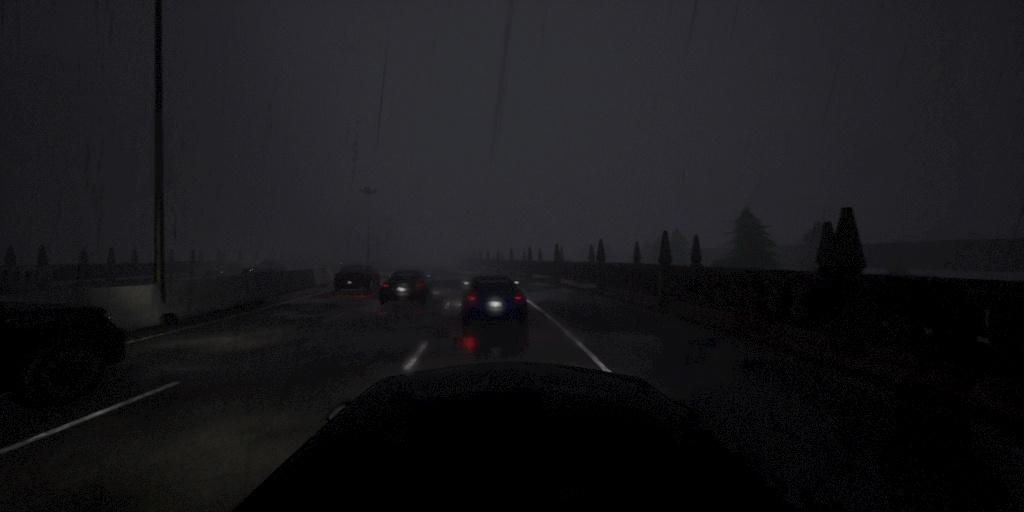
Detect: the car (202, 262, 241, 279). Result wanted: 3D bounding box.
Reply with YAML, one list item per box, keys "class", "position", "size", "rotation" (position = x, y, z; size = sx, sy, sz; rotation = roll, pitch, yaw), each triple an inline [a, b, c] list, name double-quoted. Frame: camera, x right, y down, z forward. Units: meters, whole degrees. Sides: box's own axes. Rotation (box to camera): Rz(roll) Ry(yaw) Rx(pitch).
- class: "car"
  position: [-26.864, 1.335, 33.650]
  size: [1.882, 1.535, 5.008]
  rotation: [0, 0, -15]

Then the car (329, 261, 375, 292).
- class: "car"
  position: [-9.259, 1.265, 21.765]
  size: [1.882, 1.535, 5.008]
  rotation: [0, 0, -12]

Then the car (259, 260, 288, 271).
- class: "car"
  position: [-23.547, 1.196, 34.791]
  size: [2.097, 1.767, 4.553]
  rotation: [0, 0, -15]

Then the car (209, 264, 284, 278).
- class: "car"
  position: [-16.858, 1.419, 23.103]
  size: [1.895, 1.301, 4.718]
  rotation: [0, 0, -13]

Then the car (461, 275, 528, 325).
- class: "car"
  position: [-0.659, 1.317, 11.970]
  size: [1.994, 1.385, 4.181]
  rotation: [0, 0, -6]

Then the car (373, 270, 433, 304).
- class: "car"
  position: [-4.764, 1.334, 16.535]
  size: [1.994, 1.385, 4.181]
  rotation: [0, 0, -9]

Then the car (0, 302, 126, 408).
- class: "car"
  position: [-7.025, 0.999, 3.100]
  size: [2.150, 2.045, 5.566]
  rotation: [0, 0, -1]
